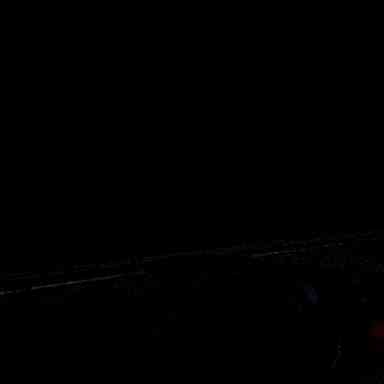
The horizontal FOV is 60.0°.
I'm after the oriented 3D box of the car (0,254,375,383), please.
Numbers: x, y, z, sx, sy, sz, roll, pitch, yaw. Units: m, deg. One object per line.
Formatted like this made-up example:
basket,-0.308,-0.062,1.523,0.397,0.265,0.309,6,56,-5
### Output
car,0.037,1.542,3.942,5.357,1.411,2.033,0,0,-35
